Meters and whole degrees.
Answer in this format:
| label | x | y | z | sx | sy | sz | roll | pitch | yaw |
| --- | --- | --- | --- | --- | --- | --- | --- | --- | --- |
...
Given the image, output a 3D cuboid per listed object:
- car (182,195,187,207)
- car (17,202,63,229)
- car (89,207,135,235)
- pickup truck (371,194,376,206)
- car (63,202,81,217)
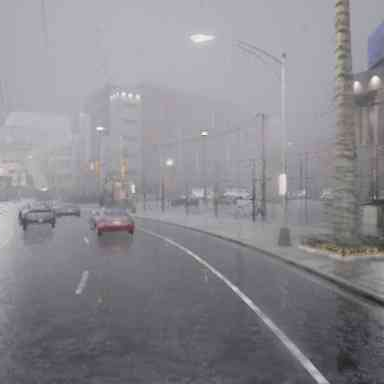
| label | x | y | z | sx | sy | sz | roll | pitch | yaw |
| --- | --- | --- | --- | --- | --- | --- | --- | --- | --- |
| car | -1.032 | 1.136 | 46.953 | 2.185 | 1.767 | 4.553 | 0 | 0 | -37 |
| car | -10.116 | 1.482 | 21.570 | 2.128 | 1.511 | 4.902 | 0 | 0 | -31 |
| car | -4.585 | 1.535 | 18.730 | 1.994 | 1.385 | 4.181 | 0 | 0 | -23 |
| pickup truck | 14.963 | 0.957 | 24.426 | 6.274 | 2.098 | 2.390 | 0 | 0 | -37 |
| car | -11.428 | 1.539 | 29.758 | 1.994 | 1.385 | 4.181 | 0 | 0 | -34 |
